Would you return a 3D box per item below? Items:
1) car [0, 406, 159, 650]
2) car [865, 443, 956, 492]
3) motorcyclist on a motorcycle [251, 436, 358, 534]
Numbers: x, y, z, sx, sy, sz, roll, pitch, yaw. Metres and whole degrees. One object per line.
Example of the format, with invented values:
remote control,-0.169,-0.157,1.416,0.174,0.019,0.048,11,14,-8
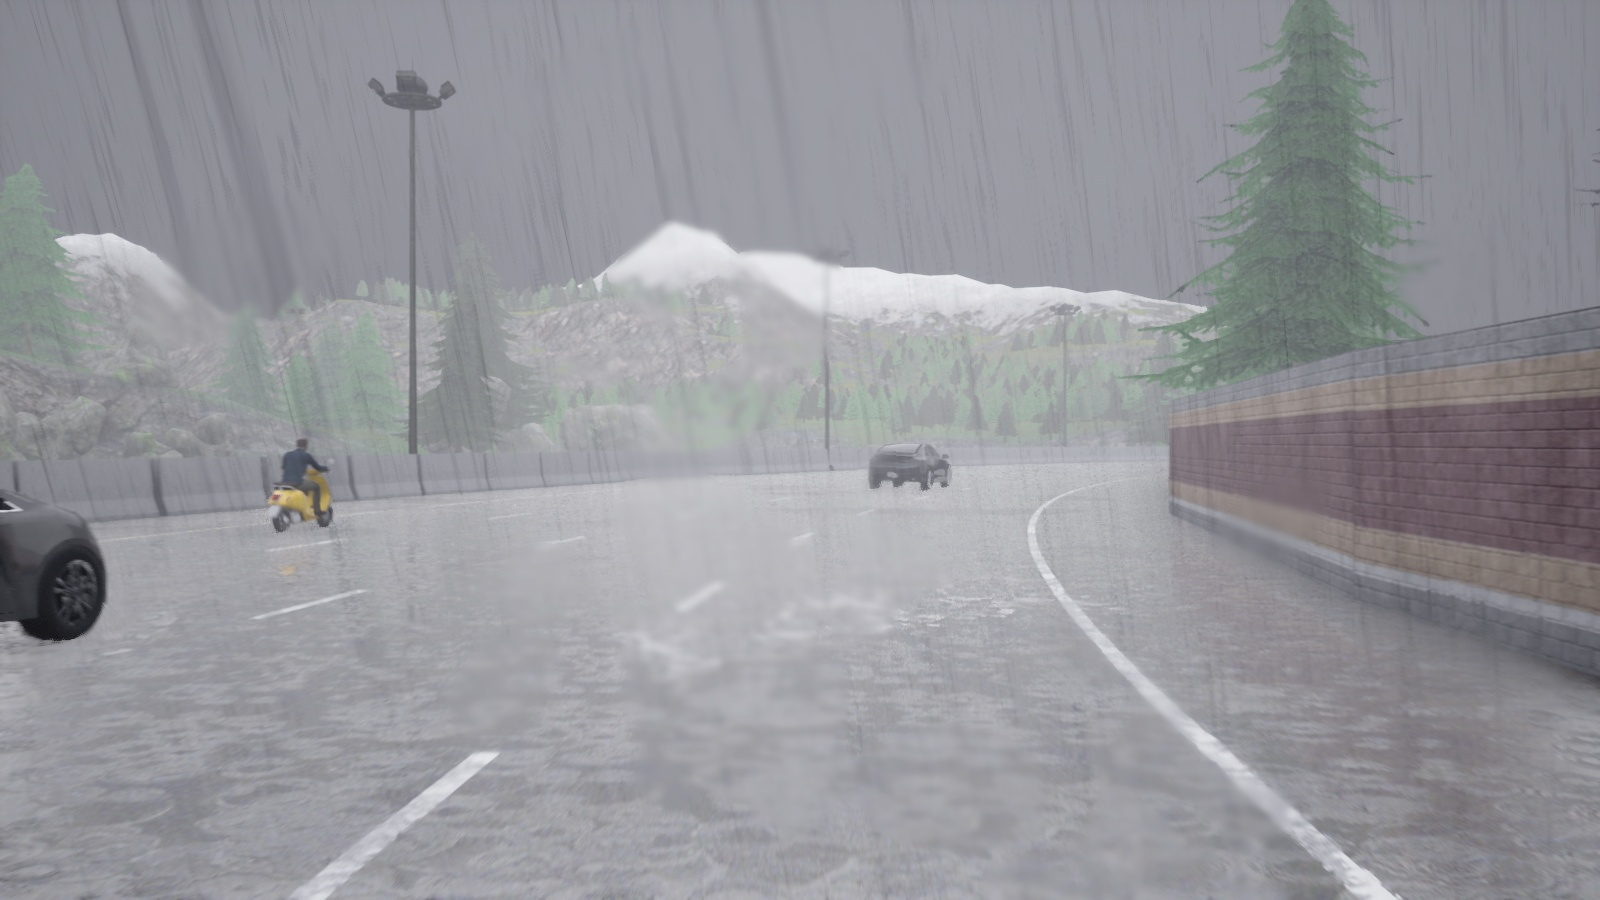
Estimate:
car,-6.630,0.538,8.219,2.242,1.667,4.611,0,0,5
car,3.687,0.524,40.978,1.837,1.490,4.892,0,0,19
motorcyclist on a motorcycle,-8.451,0.570,21.515,0.866,1.590,1.817,1,0,10
